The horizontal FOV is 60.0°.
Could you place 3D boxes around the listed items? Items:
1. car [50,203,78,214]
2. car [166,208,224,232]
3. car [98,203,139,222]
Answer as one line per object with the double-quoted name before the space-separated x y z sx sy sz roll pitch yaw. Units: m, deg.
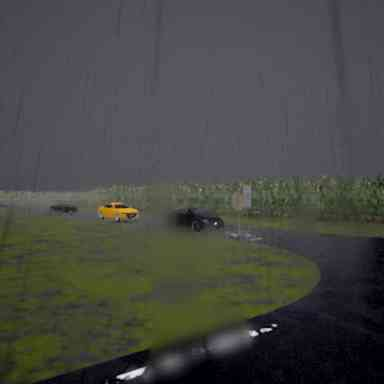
"car" -15.428 1.956 40.117 1.895 1.301 4.718 1 -1 -40
"car" 0.138 1.757 21.682 1.994 1.385 4.181 1 -1 -40
"car" -6.624 1.738 29.681 1.882 1.535 5.008 1 -1 -40
